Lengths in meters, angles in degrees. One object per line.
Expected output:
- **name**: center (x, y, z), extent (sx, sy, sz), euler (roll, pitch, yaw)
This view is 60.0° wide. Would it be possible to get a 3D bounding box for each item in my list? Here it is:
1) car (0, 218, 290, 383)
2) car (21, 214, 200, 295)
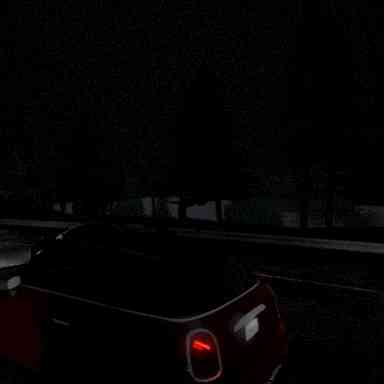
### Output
- **car**: center (-1.187, 1.339, 4.391), extent (4.553, 1.767, 2.097), euler (0, 0, 34)
- **car**: center (-2.375, 1.478, 9.190), extent (4.892, 1.490, 1.837), euler (0, 0, 30)
